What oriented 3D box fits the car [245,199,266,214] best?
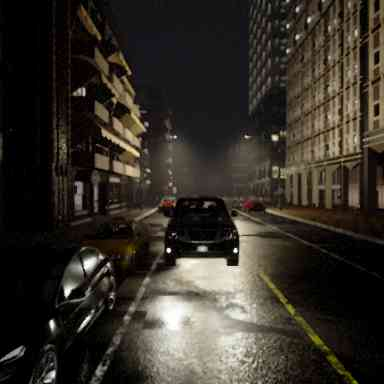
[{"bbox_3d":[6.132,1.369,33.027,1.887,1.381,4.507,0,0,0],"label":"car"}]

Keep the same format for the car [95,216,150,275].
[{"bbox_3d":[-2.308,1.468,10.285,1.752,1.417,4.829,0,0,0],"label":"car"}]

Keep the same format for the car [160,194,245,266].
[{"bbox_3d":[0.288,1.159,11.624,2.150,2.045,5.566,0,0,0],"label":"car"}]

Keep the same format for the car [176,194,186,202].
[{"bbox_3d":[-2.162,1.207,66.940,2.008,1.369,4.403,0,0,0],"label":"car"}]

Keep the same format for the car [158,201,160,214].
[{"bbox_3d":[-2.249,1.263,33.048,1.967,1.590,4.097,0,0,0],"label":"car"}]

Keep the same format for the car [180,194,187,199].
[{"bbox_3d":[-2.163,1.153,85.505,1.802,1.307,4.206,0,0,0],"label":"car"}]

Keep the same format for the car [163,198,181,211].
[{"bbox_3d":[-2.234,1.376,38.697,1.802,1.307,4.206,0,0,0],"label":"car"}]

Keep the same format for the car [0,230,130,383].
[{"bbox_3d":[-2.322,1.538,4.806,1.947,1.339,4.313,0,0,0],"label":"car"}]

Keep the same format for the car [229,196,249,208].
[{"bbox_3d":[6.161,1.317,44.324,2.008,1.369,4.403,0,0,0],"label":"car"}]

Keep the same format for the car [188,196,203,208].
[{"bbox_3d":[0.476,1.324,45.561,1.994,1.385,4.181,0,0,0],"label":"car"}]

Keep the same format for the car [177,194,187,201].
[{"bbox_3d":[-2.146,1.181,72.588,2.008,1.369,4.403,0,0,0],"label":"car"}]
